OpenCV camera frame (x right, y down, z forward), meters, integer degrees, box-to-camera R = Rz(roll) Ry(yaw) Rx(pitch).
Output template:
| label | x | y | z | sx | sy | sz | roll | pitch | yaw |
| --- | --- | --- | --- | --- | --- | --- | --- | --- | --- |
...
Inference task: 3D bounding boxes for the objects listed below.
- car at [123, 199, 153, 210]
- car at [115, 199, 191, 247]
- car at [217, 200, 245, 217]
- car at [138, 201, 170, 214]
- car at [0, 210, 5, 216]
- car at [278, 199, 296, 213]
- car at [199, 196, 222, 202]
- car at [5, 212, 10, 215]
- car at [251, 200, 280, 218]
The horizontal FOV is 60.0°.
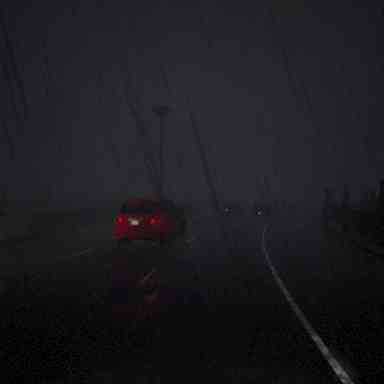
| label | x | y | z | sx | sy | sz | roll | pitch | yaw |
| --- | --- | --- | --- | --- | --- | --- | --- | --- | --- |
| car | -8.117 | 1.880 | 50.143 | 1.837 | 1.490 | 4.892 | -1 | -1 | 28 |
| car | -1.763 | 1.342 | 15.868 | 2.150 | 2.045 | 5.566 | 0 | 0 | 10 |
| car | 4.286 | 1.832 | 35.266 | 1.994 | 1.385 | 4.181 | 0 | -1 | 23 |
| car | -4.612 | 1.838 | 41.538 | 1.812 | 1.442 | 4.674 | 0 | -1 | 25 |
| car | -6.553 | 1.267 | 6.538 | 2.150 | 2.045 | 5.566 | 0 | -1 | 5 |
| car | 11.842 | 1.678 | 42.470 | 2.097 | 1.767 | 4.553 | 0 | -1 | 29 |
| car | 3.476 | 1.694 | 61.845 | 2.150 | 2.045 | 5.566 | 0 | -1 | 37 |
| car | -14.667 | 1.731 | 22.969 | 1.994 | 1.385 | 4.181 | 0 | 0 | 13 |
| car | 7.188 | 1.759 | 33.108 | 1.837 | 1.490 | 4.892 | 0 | 0 | 22 |
